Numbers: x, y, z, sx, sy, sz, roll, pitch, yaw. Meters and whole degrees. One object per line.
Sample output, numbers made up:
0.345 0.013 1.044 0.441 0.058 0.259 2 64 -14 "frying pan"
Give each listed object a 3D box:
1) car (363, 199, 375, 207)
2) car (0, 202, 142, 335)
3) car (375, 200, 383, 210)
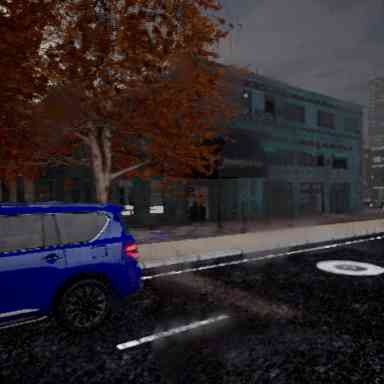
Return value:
29.485 1.802 56.303 2.008 1.369 4.403 -2 0 -36 "car"
-3.509 1.222 5.174 5.566 2.045 2.150 0 0 -36 "car"
27.567 1.805 44.547 1.947 1.339 4.313 -2 0 -36 "car"
